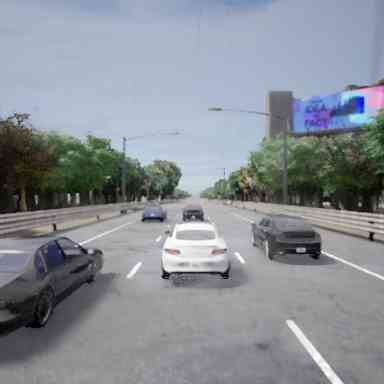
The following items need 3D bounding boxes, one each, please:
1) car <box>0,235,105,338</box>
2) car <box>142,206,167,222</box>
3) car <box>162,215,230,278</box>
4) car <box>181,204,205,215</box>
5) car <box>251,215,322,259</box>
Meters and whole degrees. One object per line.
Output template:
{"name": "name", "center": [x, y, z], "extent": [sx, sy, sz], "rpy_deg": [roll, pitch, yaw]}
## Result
{"name": "car", "center": [-3.401, 1.641, 7.052], "extent": [2.033, 1.411, 5.357], "rpy_deg": [0, -1, 0]}
{"name": "car", "center": [-3.392, 1.965, 30.632], "extent": [1.994, 1.385, 4.181], "rpy_deg": [0, -1, 0]}
{"name": "car", "center": [0.100, 1.663, 10.463], "extent": [1.812, 1.442, 4.674], "rpy_deg": [0, -1, 0]}
{"name": "car", "center": [0.110, 1.904, 30.465], "extent": [1.837, 1.490, 4.892], "rpy_deg": [0, 0, 0]}
{"name": "car", "center": [3.602, 1.682, 13.404], "extent": [1.837, 1.490, 4.892], "rpy_deg": [0, 0, 0]}
